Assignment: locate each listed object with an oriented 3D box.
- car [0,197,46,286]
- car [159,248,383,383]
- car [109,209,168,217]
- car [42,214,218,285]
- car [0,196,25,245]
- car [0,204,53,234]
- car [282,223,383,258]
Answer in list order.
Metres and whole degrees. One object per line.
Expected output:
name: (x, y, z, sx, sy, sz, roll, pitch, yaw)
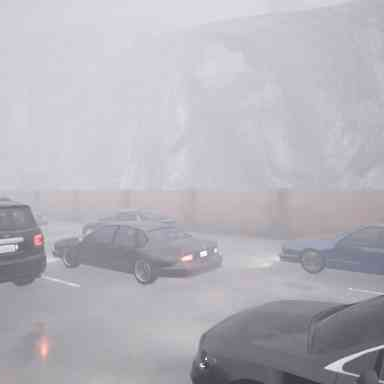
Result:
car: (-5.865, 1.221, 8.155, 5.566, 2.045, 2.150, 0, 0, 35)
car: (2.247, 1.505, 2.445, 4.892, 1.490, 1.837, 0, 0, 35)
car: (-2.785, 1.505, 14.555, 4.892, 1.490, 1.837, 0, 0, 35)
car: (-1.762, 1.547, 9.530, 5.357, 1.411, 2.033, 0, 0, 35)
car: (-10.357, 1.221, 15.634, 5.566, 2.045, 2.150, 0, 0, 36)
car: (-11.011, 1.547, 20.402, 5.357, 1.411, 2.033, 0, 0, 35)
car: (5.160, 1.547, 8.916, 5.357, 1.411, 2.033, 0, 0, 35)
